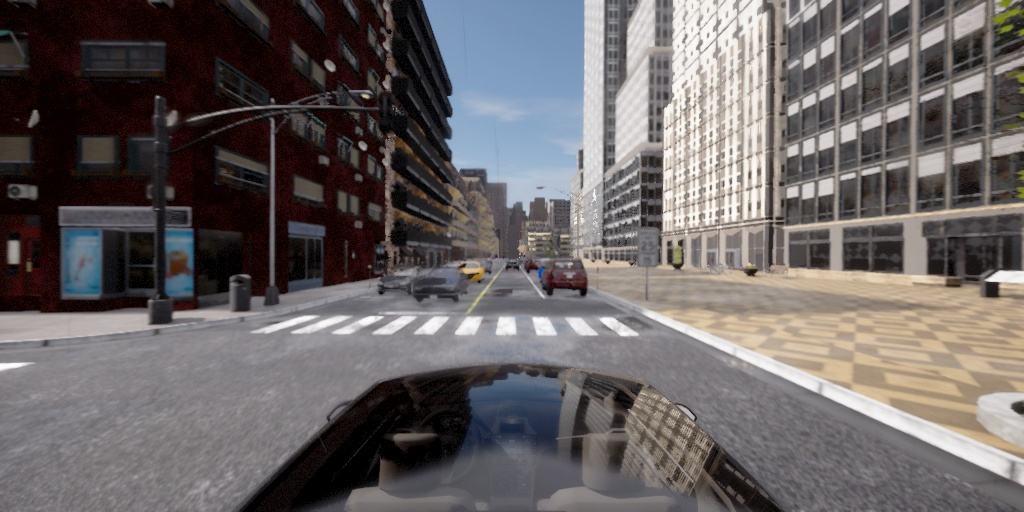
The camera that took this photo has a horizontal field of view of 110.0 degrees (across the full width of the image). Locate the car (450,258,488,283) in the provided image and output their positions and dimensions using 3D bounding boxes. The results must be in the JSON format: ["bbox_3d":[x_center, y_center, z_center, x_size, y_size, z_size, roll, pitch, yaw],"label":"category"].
[{"bbox_3d":[-3.110,1.151,27.001,1.882,1.535,5.008,0,0,0],"label":"car"}]

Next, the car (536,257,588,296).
[{"bbox_3d":[2.680,1.031,19.070,2.192,1.841,5.009,0,0,0],"label":"car"}]

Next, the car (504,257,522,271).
[{"bbox_3d":[0.078,1.184,48.110,1.837,1.490,4.892,0,0,0],"label":"car"}]

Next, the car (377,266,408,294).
[{"bbox_3d":[-5.700,1.218,19.065,2.007,1.370,4.403,0,0,0],"label":"car"}]

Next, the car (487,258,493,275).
[{"bbox_3d":[-3.107,1.154,38.580,2.128,1.511,4.902,0,0,0],"label":"car"}]

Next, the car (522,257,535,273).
[{"bbox_3d":[2.665,1.012,41.175,2.192,1.841,5.009,0,0,0],"label":"car"}]

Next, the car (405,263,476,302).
[{"bbox_3d":[-3.103,1.233,16.868,2.033,1.411,5.357,0,0,0],"label":"car"}]

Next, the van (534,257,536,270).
[{"bbox_3d":[2.676,1.051,24.596,1.690,1.789,3.998,0,0,0],"label":"van"}]
